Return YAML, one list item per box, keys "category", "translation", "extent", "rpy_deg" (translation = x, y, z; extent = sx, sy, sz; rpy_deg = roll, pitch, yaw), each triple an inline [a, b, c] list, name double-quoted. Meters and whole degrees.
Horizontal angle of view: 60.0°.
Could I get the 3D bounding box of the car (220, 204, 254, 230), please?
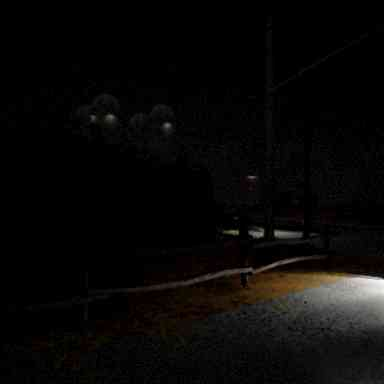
- category: "car"
  translation: [2.048, 1.593, 22.590]
  extent: [1.882, 1.535, 5.008]
  rpy_deg: [1, 0, -35]
